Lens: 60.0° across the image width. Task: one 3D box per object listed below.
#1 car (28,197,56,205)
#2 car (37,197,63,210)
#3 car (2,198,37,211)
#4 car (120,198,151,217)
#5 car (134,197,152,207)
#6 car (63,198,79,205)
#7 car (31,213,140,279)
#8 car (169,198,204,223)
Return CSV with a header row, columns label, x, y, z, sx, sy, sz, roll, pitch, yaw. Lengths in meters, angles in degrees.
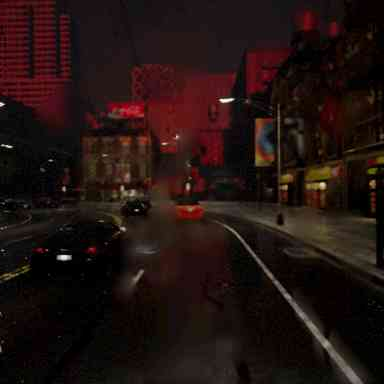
label,x,y,z,sx,sy,sz,roll,pitch,yaw
car,-27.377,1.583,60.705,4.674,1.452,2.002,0,0,21
car,-19.554,1.607,44.431,4.181,1.385,1.994,0,0,41
car,-22.206,1.565,42.127,4.902,1.511,2.128,0,0,39
car,-5.330,1.525,30.020,1.994,1.385,4.181,0,0,-19
car,-6.575,1.436,40.181,2.128,1.511,4.902,-1,0,-32
car,-22.141,1.620,58.374,4.718,1.301,1.895,0,0,31
car,-3.047,1.561,10.091,1.994,1.385,4.181,0,0,2
car,-0.501,1.288,25.471,2.097,1.767,4.553,-1,0,-10
